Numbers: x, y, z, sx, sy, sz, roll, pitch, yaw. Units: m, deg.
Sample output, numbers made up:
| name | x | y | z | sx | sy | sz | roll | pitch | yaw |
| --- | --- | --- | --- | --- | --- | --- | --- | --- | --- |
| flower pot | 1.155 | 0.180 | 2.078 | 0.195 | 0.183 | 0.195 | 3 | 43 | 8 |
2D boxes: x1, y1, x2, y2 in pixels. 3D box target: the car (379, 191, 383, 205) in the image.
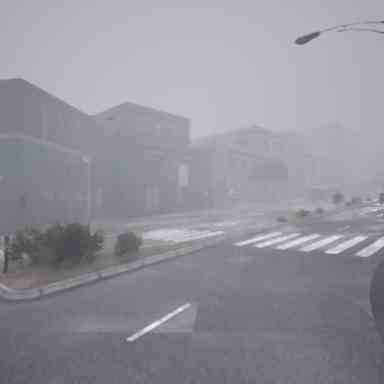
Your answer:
| name | x | y | z | sx | sy | sz | roll | pitch | yaw |
| --- | --- | --- | --- | --- | --- | --- | --- | --- | --- |
| car | 19.289 | 0.298 | 31.471 | 1.882 | 1.535 | 5.008 | -4 | 1 | 44 |
